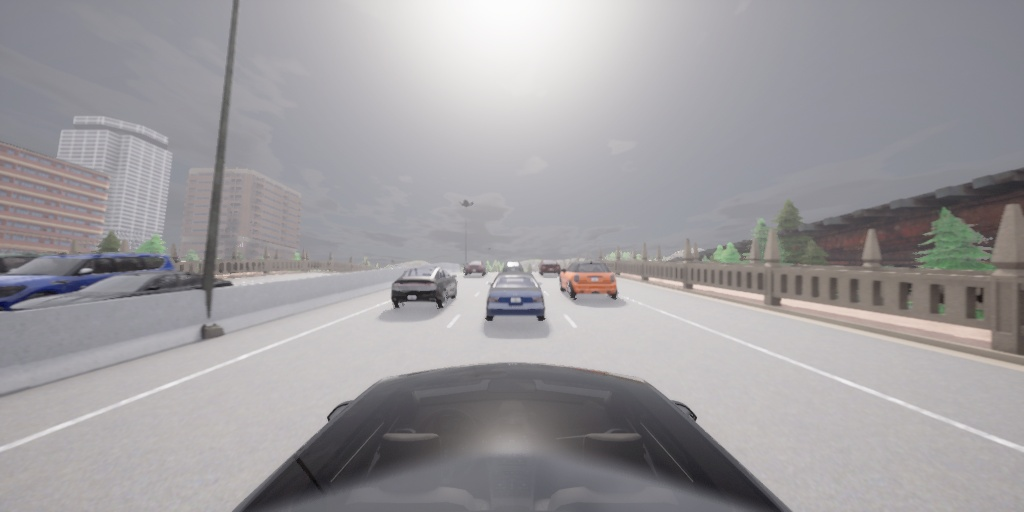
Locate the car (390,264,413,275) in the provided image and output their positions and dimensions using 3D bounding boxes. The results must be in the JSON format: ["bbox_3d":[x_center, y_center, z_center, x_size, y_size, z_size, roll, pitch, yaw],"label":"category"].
[{"bbox_3d":[-17.498,2.142,57.101,2.128,1.511,4.902,0,-5,0],"label":"car"}]

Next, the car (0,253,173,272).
[{"bbox_3d":[-14.100,0.925,11.771,2.150,2.045,5.566,0,1,0],"label":"car"}]

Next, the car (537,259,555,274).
[{"bbox_3d":[3.601,1.088,35.359,1.882,1.535,5.008,0,0,0],"label":"car"}]

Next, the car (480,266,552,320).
[{"bbox_3d":[0.101,1.251,12.406,2.033,1.411,5.357,0,0,0],"label":"car"}]

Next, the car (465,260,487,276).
[{"bbox_3d":[-3.399,1.135,34.514,1.812,1.442,4.674,0,0,0],"label":"car"}]

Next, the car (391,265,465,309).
[{"bbox_3d":[-3.400,1.185,14.624,2.128,1.511,4.902,0,0,0],"label":"car"}]

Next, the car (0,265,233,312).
[{"bbox_3d":[-10.600,1.189,10.351,1.882,1.535,5.008,0,0,0],"label":"car"}]

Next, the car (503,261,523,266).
[{"bbox_3d":[0.101,1.173,34.490,1.994,1.385,4.181,0,0,0],"label":"car"}]

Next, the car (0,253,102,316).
[{"bbox_3d":[-17.599,0.925,11.641,2.150,2.045,5.566,0,1,0],"label":"car"}]

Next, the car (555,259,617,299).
[{"bbox_3d":[3.600,1.032,17.686,2.097,1.767,4.553,0,0,0],"label":"car"}]
